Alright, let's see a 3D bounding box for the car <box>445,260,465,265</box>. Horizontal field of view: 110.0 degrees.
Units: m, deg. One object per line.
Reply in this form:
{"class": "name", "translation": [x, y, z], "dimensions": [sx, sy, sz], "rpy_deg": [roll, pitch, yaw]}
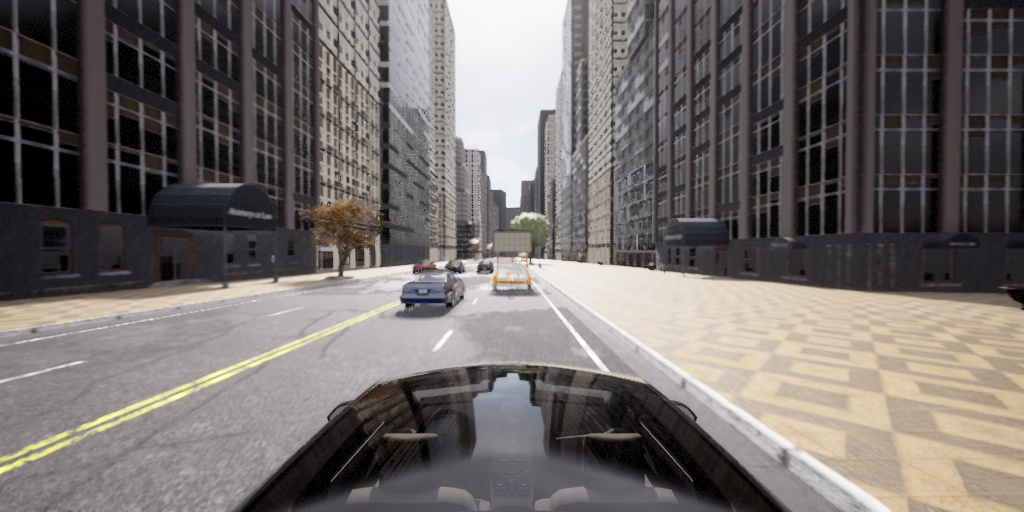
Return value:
{"class": "car", "translation": [-6.561, 1.229, 41.363], "dimensions": [1.882, 1.535, 5.008], "rpy_deg": [0, 0, 0]}

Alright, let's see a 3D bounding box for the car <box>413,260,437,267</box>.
{"class": "car", "translation": [-9.809, 1.229, 40.462], "dimensions": [1.882, 1.535, 5.008], "rpy_deg": [0, 0, 0]}

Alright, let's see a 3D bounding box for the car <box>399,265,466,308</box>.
{"class": "car", "translation": [-3.148, 1.298, 15.164], "dimensions": [2.033, 1.411, 5.357], "rpy_deg": [0, 0, 0]}

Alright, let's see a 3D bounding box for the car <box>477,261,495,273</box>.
{"class": "car", "translation": [-3.146, 1.277, 43.398], "dimensions": [1.812, 1.442, 4.674], "rpy_deg": [0, 0, 0]}

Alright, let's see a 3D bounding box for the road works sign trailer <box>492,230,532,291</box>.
{"class": "road works sign trailer", "translation": [0.019, 0.215, 21.809], "dimensions": [2.380, 3.560, 2.880], "rpy_deg": [0, 0, 1]}
